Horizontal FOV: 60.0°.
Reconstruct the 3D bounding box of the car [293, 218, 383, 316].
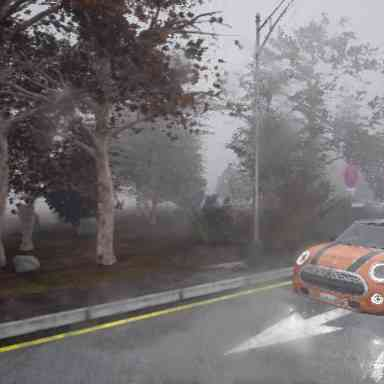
[{"bbox_3d":[4.373,1.418,7.572,4.553,1.767,2.097,1,0,-36],"label":"car"}]
